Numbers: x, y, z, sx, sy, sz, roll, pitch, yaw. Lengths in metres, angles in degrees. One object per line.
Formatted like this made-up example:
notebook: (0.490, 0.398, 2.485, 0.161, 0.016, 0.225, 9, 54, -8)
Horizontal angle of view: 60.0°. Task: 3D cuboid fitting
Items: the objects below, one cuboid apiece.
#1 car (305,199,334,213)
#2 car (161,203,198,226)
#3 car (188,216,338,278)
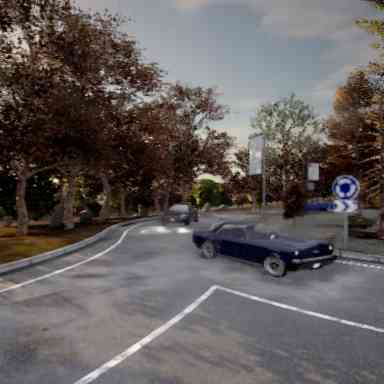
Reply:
car: (13.366, 1.528, 36.734, 5.008, 1.535, 1.882, -1, -1, -4)
car: (-0.753, 1.540, 23.842, 1.812, 1.442, 4.674, 0, 0, 13)
car: (2.044, 1.618, 10.575, 1.895, 1.301, 4.718, 0, 0, -34)
